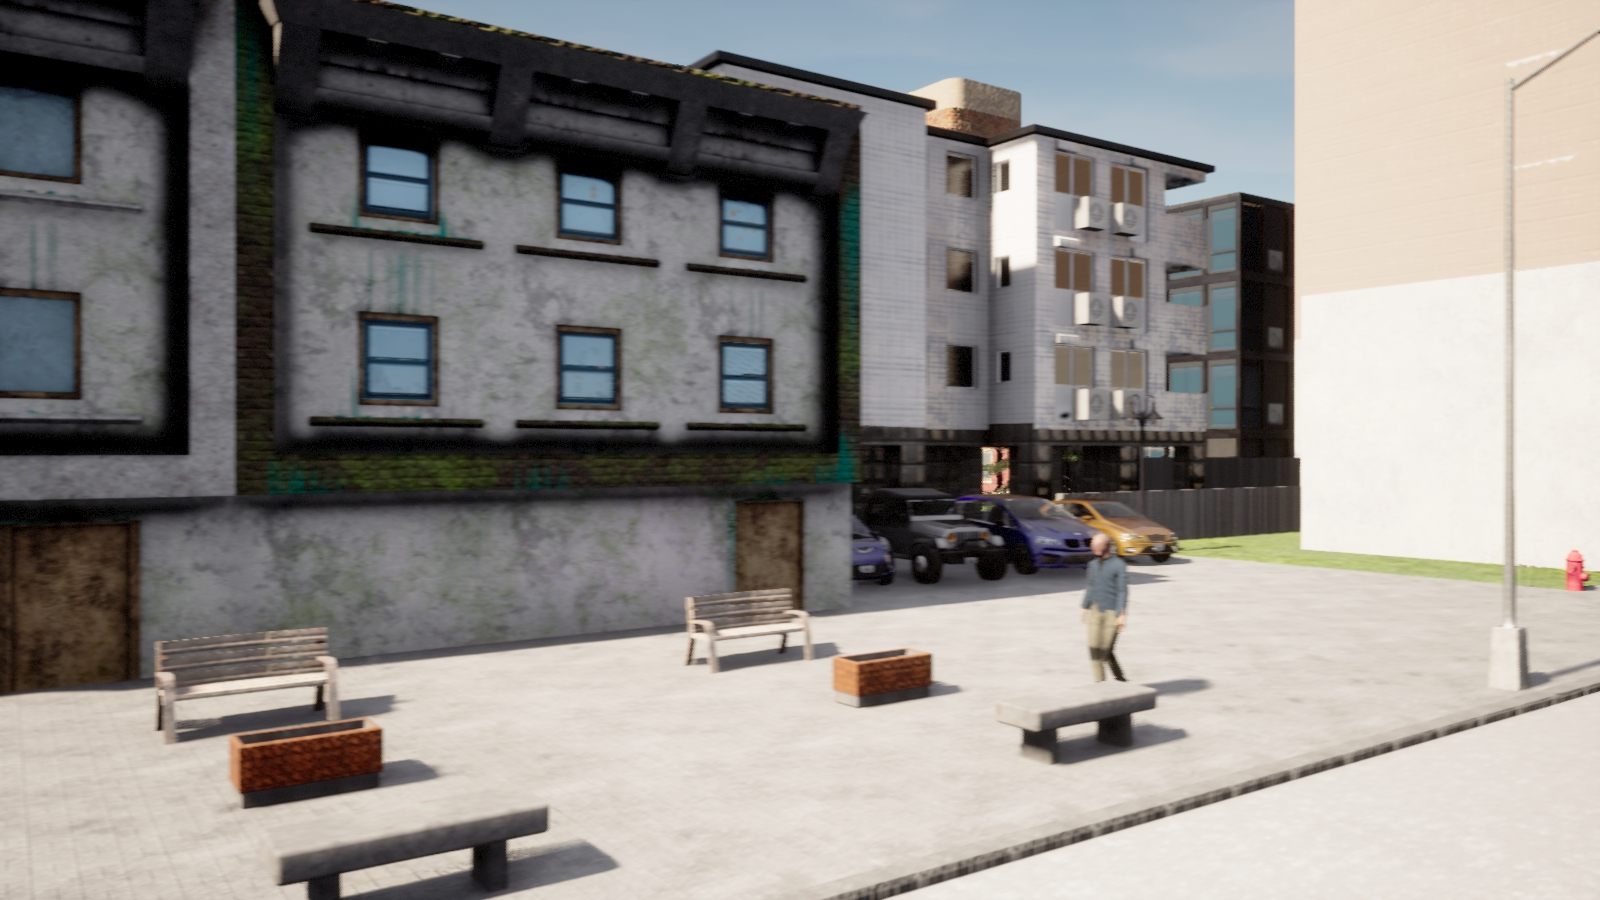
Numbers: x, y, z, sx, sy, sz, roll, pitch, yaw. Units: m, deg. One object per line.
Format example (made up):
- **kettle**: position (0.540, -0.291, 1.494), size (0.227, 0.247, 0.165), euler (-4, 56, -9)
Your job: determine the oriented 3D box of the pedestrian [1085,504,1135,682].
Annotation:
- **pedestrian**: position (3.349, 1.526, 12.345), size (0.375, 1.860, 0.375), euler (0, 0, -38)
